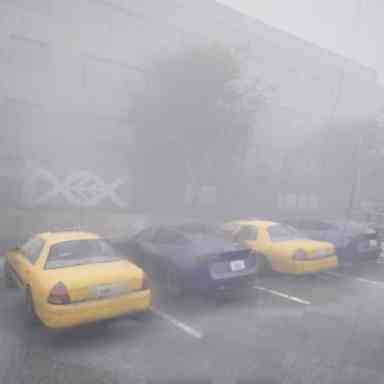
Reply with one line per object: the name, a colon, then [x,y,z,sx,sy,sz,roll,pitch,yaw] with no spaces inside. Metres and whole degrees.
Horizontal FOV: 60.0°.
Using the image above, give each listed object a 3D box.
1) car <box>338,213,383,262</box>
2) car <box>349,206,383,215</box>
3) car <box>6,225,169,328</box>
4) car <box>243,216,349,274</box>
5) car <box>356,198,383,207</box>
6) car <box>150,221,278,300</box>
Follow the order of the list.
car: [4.125,1.588,11.958,2.163,1.488,4.792,1,0,-36]
car: [8.703,1.631,15.161,2.163,1.488,4.792,1,0,-36]
car: [-2.782,1.490,7.209,1.946,1.575,5.366,1,0,-36]
car: [1.762,1.533,10.460,1.946,1.575,5.366,1,0,-36]
car: [10.976,1.372,16.788,2.435,2.045,5.566,1,0,-36]
car: [-0.420,1.544,8.706,2.163,1.488,4.792,1,0,-36]
